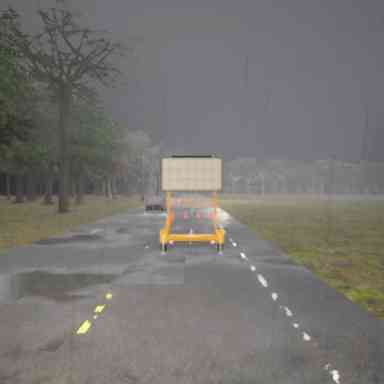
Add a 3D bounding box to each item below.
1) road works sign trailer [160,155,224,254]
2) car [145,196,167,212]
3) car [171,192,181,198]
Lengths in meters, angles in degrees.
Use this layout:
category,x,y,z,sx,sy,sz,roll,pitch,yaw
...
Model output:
category,x,y,z,sx,sy,sz,roll,pitch,yaw
road works sign trailer,-0.002,0.379,12.999,2.380,3.560,2.880,0,0,0
car,-3.599,1.188,33.811,1.882,1.535,5.008,0,1,0
car,-3.506,0.556,74.847,1.812,1.442,4.674,0,1,0
